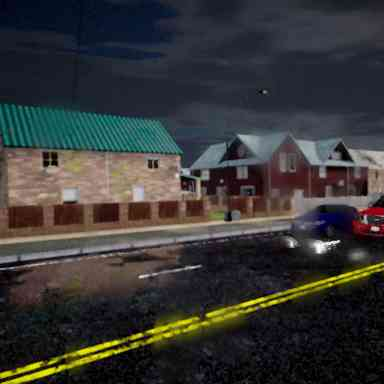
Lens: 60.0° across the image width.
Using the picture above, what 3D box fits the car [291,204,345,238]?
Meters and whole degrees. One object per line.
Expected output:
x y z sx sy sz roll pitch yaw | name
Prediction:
6.994 1.336 16.728 4.674 1.442 1.812 -1 0 -36 | car

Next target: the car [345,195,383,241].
9.243 1.027 14.343 5.566 2.045 2.150 -1 0 -36 | car
